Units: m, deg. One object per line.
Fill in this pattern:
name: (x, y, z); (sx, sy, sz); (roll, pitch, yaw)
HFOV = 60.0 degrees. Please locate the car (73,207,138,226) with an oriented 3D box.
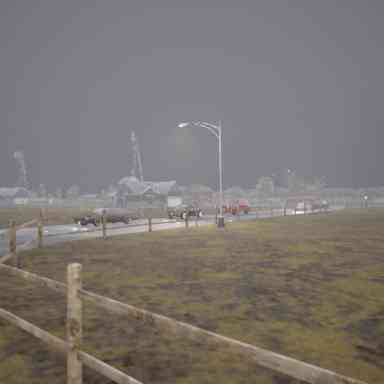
car: (-6.648, 1.884, 26.309); (2.033, 1.411, 5.357); (-2, -2, 36)

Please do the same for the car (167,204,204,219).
car: (-0.626, 2.013, 34.723); (1.837, 1.490, 4.892); (-2, -2, 36)

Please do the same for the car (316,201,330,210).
car: (25.122, 2.471, 64.325); (2.097, 1.767, 4.553); (-2, -2, 34)

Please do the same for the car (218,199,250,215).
car: (5.568, 1.912, 43.383); (2.150, 2.045, 5.566); (-2, -2, 36)

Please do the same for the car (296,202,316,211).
car: (18.654, 2.431, 55.311); (1.812, 1.442, 4.674); (-2, -2, 36)
